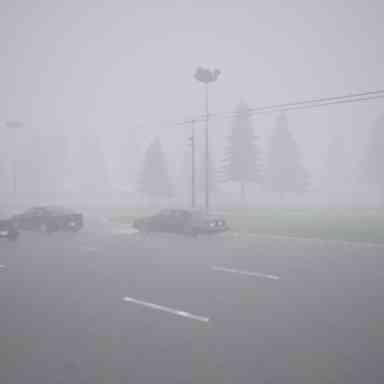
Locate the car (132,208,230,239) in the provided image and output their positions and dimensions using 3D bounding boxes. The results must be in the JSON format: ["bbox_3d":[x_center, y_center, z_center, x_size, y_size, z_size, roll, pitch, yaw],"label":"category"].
[{"bbox_3d":[-0.681,1.548,17.362,5.357,1.411,2.033,0,0,36],"label":"car"}]

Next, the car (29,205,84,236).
[{"bbox_3d":[-8.094,1.478,18.365,5.008,1.535,1.882,0,0,36],"label":"car"}]

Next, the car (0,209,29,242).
[{"bbox_3d":[-9.691,1.526,15.192,4.674,1.442,1.812,0,0,35],"label":"car"}]
